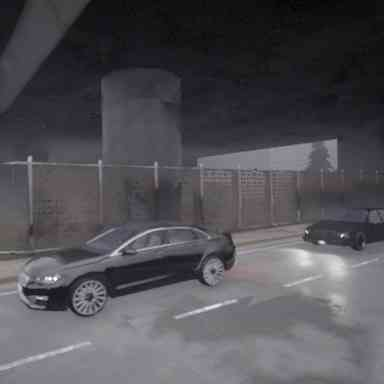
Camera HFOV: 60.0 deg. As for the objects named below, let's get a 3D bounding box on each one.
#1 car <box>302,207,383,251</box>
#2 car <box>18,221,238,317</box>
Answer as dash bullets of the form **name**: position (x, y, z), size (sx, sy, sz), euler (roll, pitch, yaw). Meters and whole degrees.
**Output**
- **car**: position (6.705, 1.336, 13.270), size (5.357, 1.411, 2.033), euler (-1, 1, -36)
- **car**: position (-1.153, 1.450, 7.499), size (4.902, 1.511, 2.128), euler (-1, 1, -36)
